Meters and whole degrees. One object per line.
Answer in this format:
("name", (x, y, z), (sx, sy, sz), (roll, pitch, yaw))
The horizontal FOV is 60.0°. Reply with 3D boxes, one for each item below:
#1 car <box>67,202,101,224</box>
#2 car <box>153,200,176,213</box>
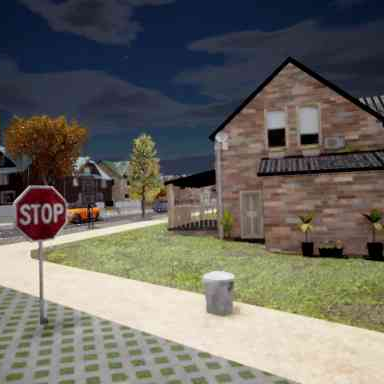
("car", (-9.453, 1.644, 27.254), (2.097, 1.767, 4.553), (-2, -1, 17))
("car", (-3.720, 1.853, 45.841), (2.097, 1.767, 4.553), (-2, -1, 17))
